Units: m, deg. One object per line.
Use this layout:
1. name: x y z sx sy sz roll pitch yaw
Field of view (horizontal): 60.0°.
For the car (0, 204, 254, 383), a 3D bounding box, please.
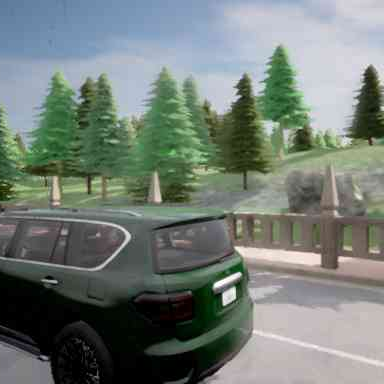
1. car: -1.857 1.203 5.016 5.566 2.045 2.150 0 0 33
